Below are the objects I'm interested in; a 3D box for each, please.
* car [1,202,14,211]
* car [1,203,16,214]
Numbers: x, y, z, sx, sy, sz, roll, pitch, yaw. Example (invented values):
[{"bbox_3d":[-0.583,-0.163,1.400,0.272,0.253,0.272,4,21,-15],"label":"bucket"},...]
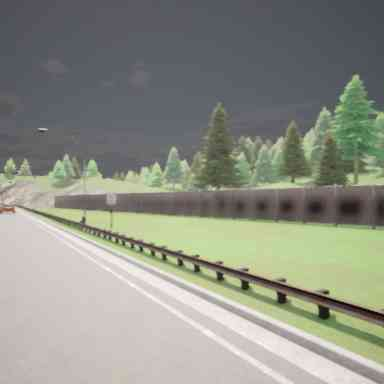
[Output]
[{"bbox_3d":[-36.232,2.845,65.164,2.097,1.767,4.553,1,-2,-30],"label":"car"},{"bbox_3d":[-31.348,2.727,56.845,2.097,1.767,4.553,1,-2,-30],"label":"car"}]
